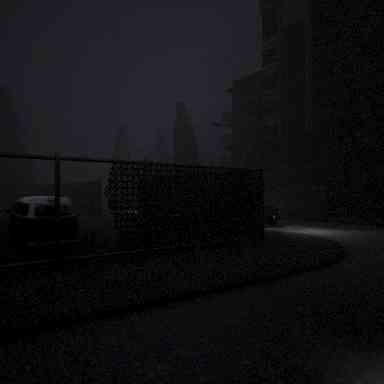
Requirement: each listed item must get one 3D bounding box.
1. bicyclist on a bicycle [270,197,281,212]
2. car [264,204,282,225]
[{"bbox_3d":[7.951,1.349,31.774,1.656,1.620,0.582,0,0,-36],"label":"bicyclist on a bicycle"},{"bbox_3d":[3.623,1.221,23.388,2.150,2.045,5.566,0,0,-35],"label":"car"}]
